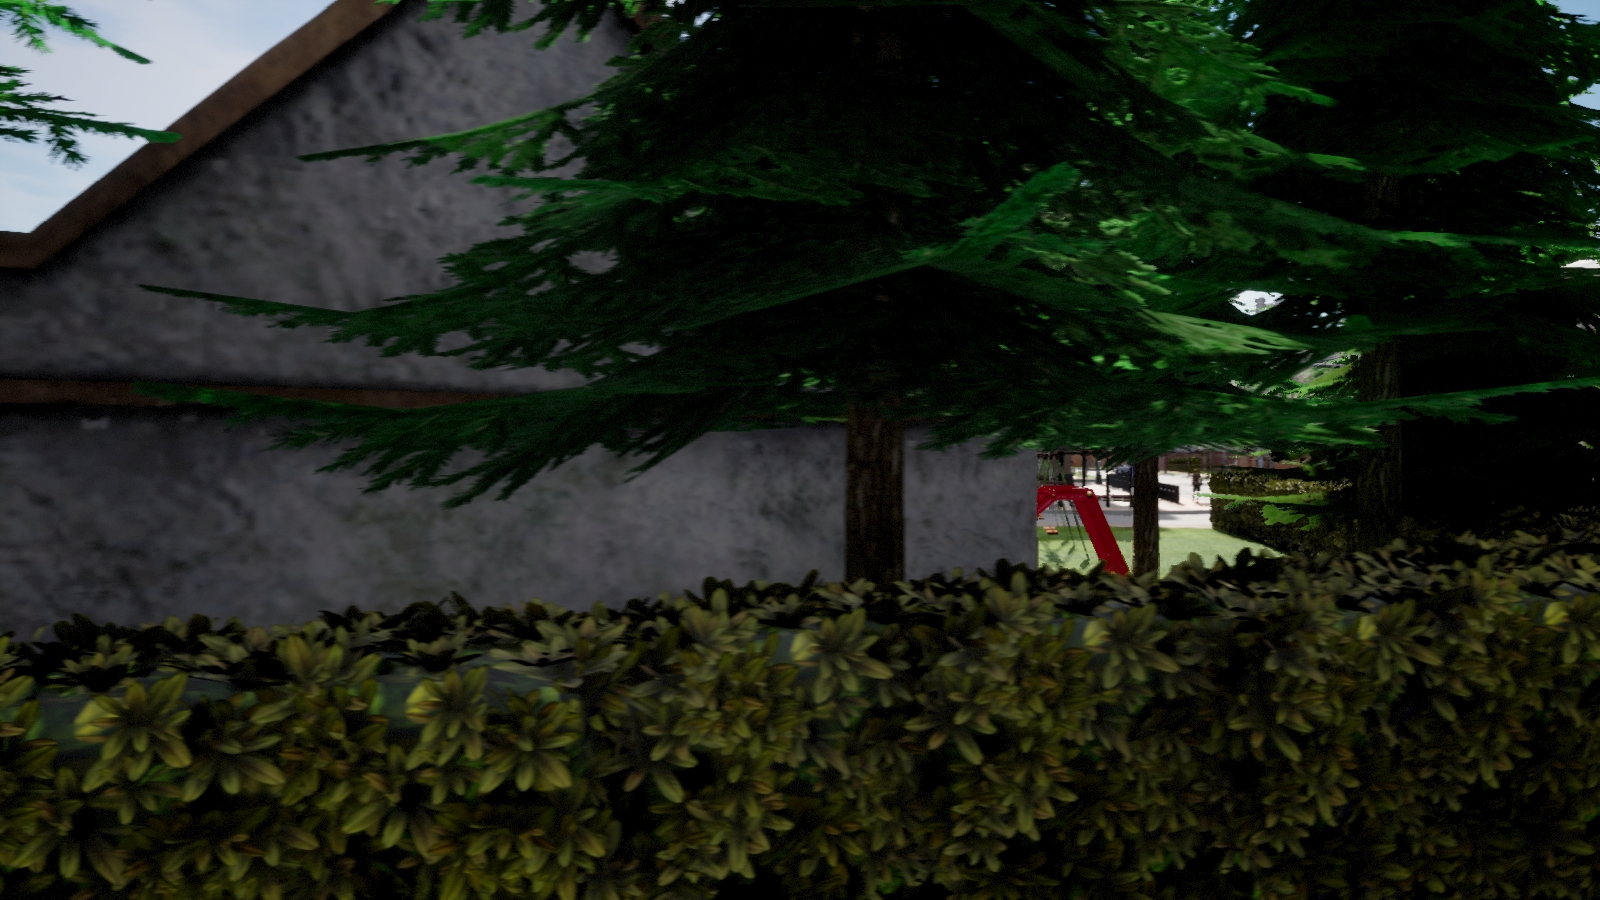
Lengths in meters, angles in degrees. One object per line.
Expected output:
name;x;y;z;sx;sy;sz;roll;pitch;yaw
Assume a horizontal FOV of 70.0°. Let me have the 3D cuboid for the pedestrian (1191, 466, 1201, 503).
pedestrian;19.920;1.744;57.483;0.375;1.860;0.375;0;0;9
